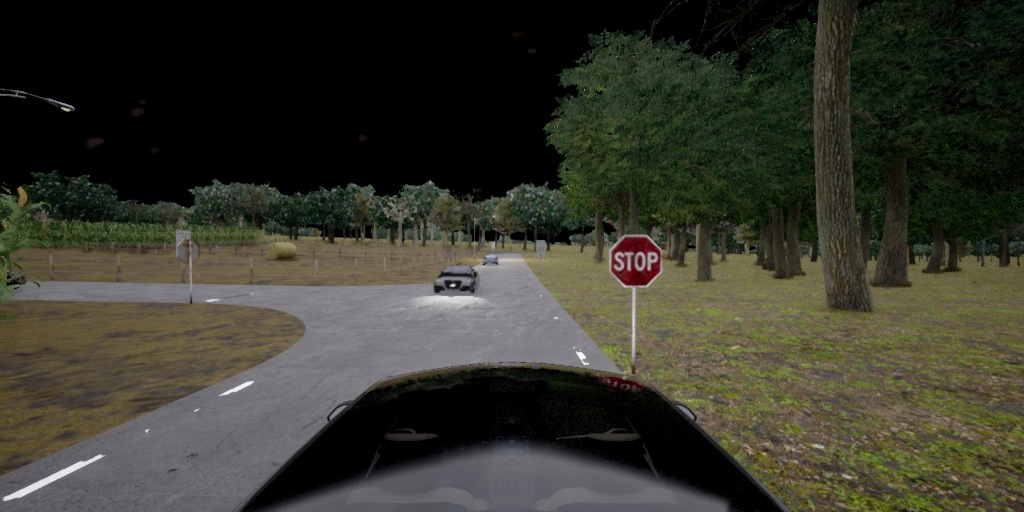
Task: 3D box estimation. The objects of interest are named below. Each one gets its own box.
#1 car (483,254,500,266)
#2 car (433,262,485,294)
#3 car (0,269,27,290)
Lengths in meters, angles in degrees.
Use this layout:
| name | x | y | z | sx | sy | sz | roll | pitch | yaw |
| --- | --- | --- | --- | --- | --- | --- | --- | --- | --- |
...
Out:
| name | x | y | z | sx | sy | sz | roll | pitch | yaw |
| --- | --- | --- | --- | --- | --- | --- | --- | --- | --- |
| car | -2.675 | 0.509 | 45.385 | 1.812 | 1.442 | 4.674 | 0 | 2 | 0 |
| car | -2.716 | 1.141 | 18.505 | 1.994 | 1.385 | 4.181 | 1 | 1 | 0 |
| car | -23.518 | 0.751 | 14.992 | 4.892 | 1.490 | 1.837 | 1 | 1 | 0 |
